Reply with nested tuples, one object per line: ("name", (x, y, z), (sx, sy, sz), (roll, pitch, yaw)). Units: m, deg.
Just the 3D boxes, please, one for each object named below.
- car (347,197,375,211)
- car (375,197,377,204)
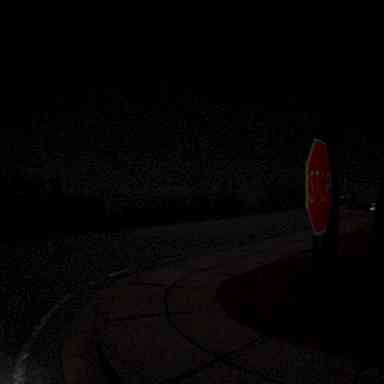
("car", (19.999, 1.459, 39.809), (2.128, 1.511, 4.902), (0, 0, 38))
("car", (27.964, 1.474, 49.902), (1.837, 1.490, 4.892), (0, 0, 39))
